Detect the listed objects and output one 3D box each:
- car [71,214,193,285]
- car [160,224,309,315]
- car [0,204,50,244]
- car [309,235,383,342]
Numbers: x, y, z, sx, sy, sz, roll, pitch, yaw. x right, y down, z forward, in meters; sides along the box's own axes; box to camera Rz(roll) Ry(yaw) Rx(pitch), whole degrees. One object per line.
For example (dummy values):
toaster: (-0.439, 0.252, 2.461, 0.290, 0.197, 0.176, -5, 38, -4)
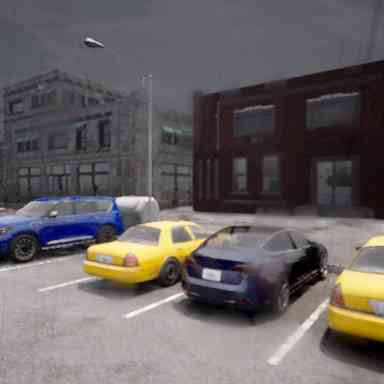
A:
car: (-0.468, 1.469, 9.493, 1.946, 1.575, 5.366, 0, 0, 35)
car: (1.693, 1.505, 7.771, 2.163, 1.488, 4.792, 0, 0, 35)
car: (-9.572, 1.512, 15.716, 2.002, 1.452, 4.674, 0, 0, 35)
car: (4.032, 1.476, 6.306, 1.946, 1.575, 5.366, 0, 0, 35)
